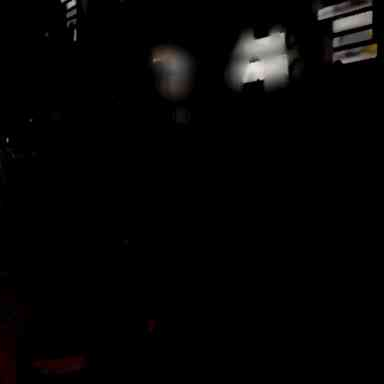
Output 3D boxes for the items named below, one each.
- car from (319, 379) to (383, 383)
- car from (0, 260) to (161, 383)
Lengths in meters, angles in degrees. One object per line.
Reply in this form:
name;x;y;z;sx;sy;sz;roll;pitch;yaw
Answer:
car;2.227;1.583;1.122;4.206;1.307;1.802;0;1;36
car;-2.290;1.581;4.346;4.206;1.307;1.802;0;1;36
